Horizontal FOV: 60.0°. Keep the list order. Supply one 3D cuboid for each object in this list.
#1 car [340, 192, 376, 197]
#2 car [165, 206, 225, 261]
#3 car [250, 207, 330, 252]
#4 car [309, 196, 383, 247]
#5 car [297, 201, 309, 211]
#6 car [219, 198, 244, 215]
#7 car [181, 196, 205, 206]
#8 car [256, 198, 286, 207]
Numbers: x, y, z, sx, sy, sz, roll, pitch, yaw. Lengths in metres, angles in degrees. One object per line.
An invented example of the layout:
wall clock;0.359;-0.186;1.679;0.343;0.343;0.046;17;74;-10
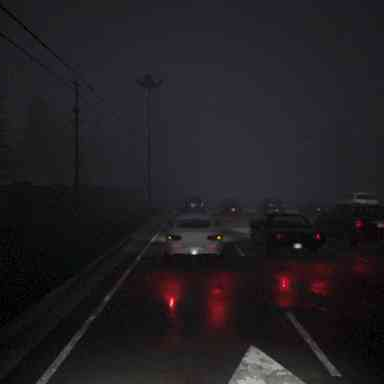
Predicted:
car;14.075;1.027;29.137;2.150;2.045;5.566;0;0;0
car;0.069;1.447;11.786;1.812;1.442;4.674;0;0;0
car;3.576;1.511;13.428;1.895;1.301;4.718;0;0;0
car;7.077;1.256;14.578;2.097;1.767;4.553;0;1;0
car;10.572;1.412;28.441;1.895;1.301;4.718;0;0;0
car;3.571;1.319;31.075;1.812;1.442;4.674;0;0;0
car;0.074;1.153;29.823;2.097;1.767;4.553;0;0;0
car;7.076;1.292;30.082;2.128;1.511;4.902;0;0;0
